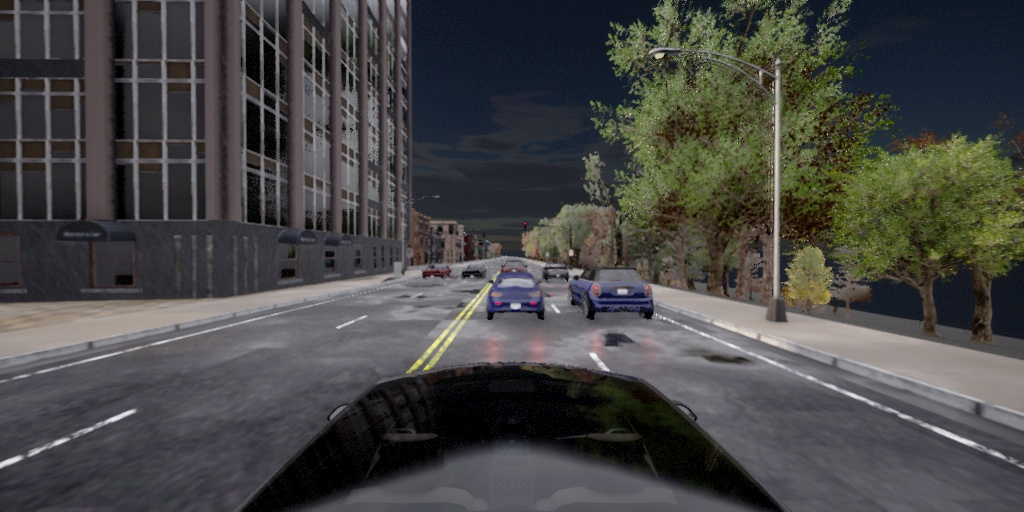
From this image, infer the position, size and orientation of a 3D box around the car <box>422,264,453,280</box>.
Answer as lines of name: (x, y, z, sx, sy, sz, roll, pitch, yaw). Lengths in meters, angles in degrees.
car: (-6.510, 1.363, 31.511, 1.895, 1.301, 4.718, 0, 0, 0)

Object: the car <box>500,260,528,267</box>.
car: (0.163, 1.112, 28.159, 2.097, 1.767, 4.553, 0, 0, 0)

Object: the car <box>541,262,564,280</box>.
car: (3.419, 1.251, 28.917, 2.128, 1.511, 4.902, 0, 0, 0)

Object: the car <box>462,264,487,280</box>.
car: (-3.259, 1.362, 31.563, 1.895, 1.301, 4.718, 0, 0, 0)

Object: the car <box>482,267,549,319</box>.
car: (0.119, 1.279, 12.750, 1.812, 1.442, 4.674, 0, 0, 0)

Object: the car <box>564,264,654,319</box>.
car: (3.369, 1.105, 13.015, 2.097, 1.767, 4.553, 0, 0, 0)
